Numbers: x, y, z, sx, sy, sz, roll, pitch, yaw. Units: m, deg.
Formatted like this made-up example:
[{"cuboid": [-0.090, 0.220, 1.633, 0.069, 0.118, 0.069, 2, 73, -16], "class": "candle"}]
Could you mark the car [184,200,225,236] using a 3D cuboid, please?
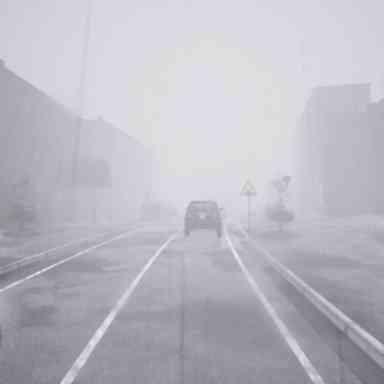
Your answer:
[{"cuboid": [0.772, 1.547, 20.811, 2.150, 2.045, 5.566, 0, -2, 4], "class": "car"}]

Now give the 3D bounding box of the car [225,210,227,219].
[{"cuboid": [3.078, 2.451, 39.103, 2.128, 1.511, 4.902, -1, -2, 9], "class": "car"}]

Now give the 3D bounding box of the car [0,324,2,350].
[{"cuboid": [-3.078, 1.604, 1.498, 1.895, 1.301, 4.718, 0, 0, 0], "class": "car"}]
